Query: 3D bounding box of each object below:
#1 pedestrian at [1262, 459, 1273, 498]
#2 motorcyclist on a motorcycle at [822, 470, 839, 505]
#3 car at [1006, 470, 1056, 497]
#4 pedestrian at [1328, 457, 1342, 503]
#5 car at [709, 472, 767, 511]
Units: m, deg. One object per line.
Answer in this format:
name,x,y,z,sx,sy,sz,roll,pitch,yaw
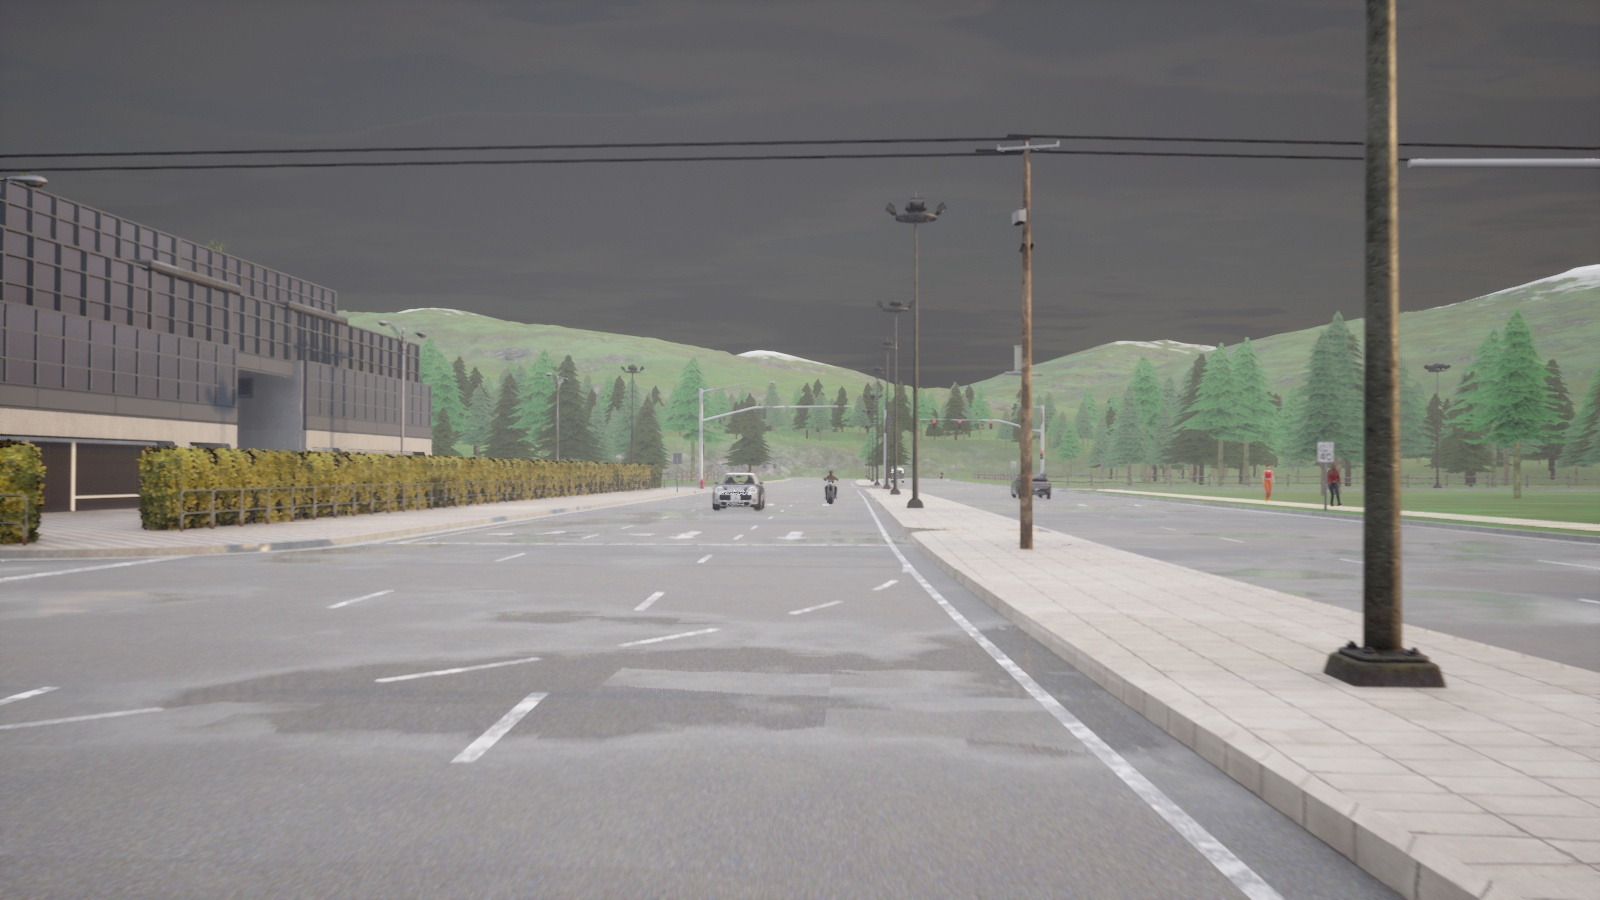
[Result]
pedestrian,21.967,1.352,59.005,0.345,1.836,0.594,0,-1,4
motorcyclist on a motorcycle,1.460,1.756,59.536,0.766,1.649,2.350,0,-1,2
car,13.502,1.949,73.670,2.128,1.511,4.902,0,-1,2
pedestrian,22.001,1.229,51.664,0.331,1.846,0.636,0,-1,4
car,-2.412,1.627,49.993,1.970,1.475,3.806,0,-1,2
